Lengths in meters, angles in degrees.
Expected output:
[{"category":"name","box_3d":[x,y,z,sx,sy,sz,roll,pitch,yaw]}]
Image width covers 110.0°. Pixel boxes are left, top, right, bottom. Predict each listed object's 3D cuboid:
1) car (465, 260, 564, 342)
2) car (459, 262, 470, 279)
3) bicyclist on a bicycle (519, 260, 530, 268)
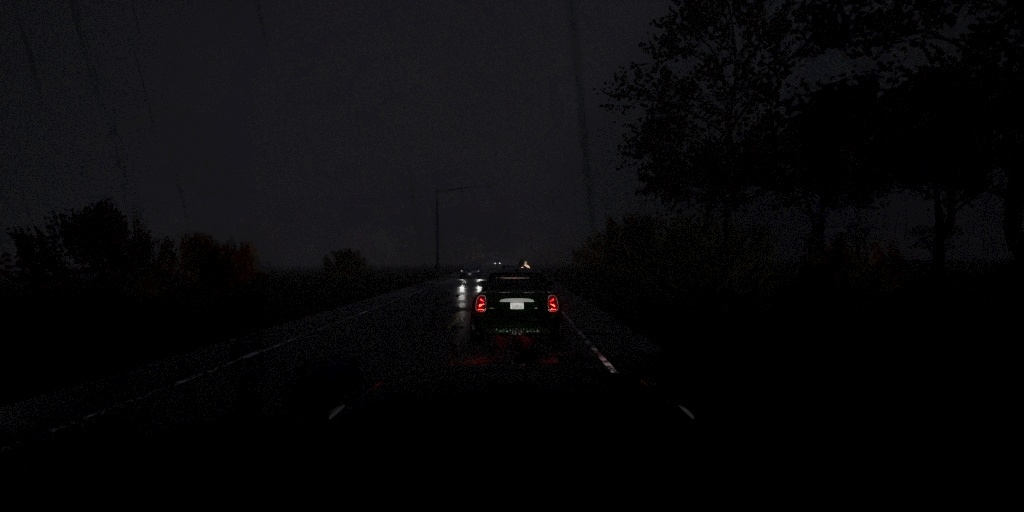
[{"category":"car","box_3d":[0.112,1.099,9.888,2.097,1.767,4.553,0,0,0]},{"category":"car","box_3d":[-3.600,1.264,32.690,1.812,1.442,4.674,0,0,0]},{"category":"bicyclist on a bicycle","box_3d":[0.972,1.177,25.710,0.866,1.612,1.509,0,0,1]}]
